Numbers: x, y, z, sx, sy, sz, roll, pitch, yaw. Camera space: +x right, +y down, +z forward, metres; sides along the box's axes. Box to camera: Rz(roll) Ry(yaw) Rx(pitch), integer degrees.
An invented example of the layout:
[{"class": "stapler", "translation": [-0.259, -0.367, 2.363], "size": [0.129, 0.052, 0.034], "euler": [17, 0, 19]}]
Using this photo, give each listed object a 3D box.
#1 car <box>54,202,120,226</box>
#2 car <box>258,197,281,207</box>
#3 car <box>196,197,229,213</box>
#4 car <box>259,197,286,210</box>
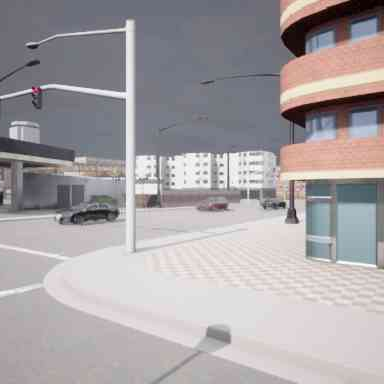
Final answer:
[{"class": "car", "translation": [-7.393, 1.491, 23.733], "size": [2.128, 1.511, 4.902], "euler": [0, 0, 34]}, {"class": "car", "translation": [12.134, 1.528, 51.875], "size": [1.812, 1.442, 4.674], "euler": [0, 0, 35]}, {"class": "car", "translation": [2.396, 1.350, 37.924], "size": [2.097, 1.767, 4.553], "euler": [0, 0, 35]}, {"class": "car", "translation": [10.870, 1.491, 43.704], "size": [2.128, 1.511, 4.902], "euler": [0, 0, 35]}]
